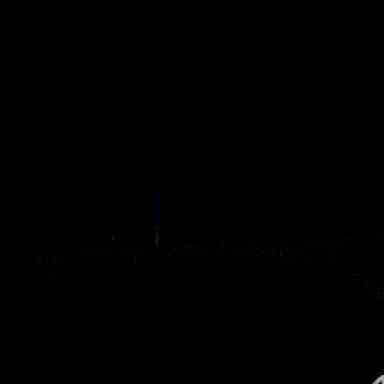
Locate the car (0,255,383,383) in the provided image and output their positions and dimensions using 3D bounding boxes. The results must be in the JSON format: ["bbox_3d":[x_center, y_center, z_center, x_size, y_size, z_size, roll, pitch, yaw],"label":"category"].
[{"bbox_3d":[0.109,1.459,3.394,5.008,1.535,1.882,1,0,-20],"label":"car"}]
